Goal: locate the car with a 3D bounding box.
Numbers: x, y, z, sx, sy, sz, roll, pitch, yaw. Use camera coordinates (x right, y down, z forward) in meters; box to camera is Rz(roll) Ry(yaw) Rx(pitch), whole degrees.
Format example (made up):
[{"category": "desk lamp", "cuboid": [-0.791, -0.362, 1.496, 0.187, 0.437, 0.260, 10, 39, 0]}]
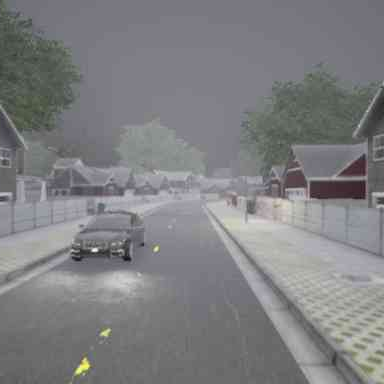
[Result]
[{"category": "car", "cuboid": [-2.821, 1.468, 12.120, 1.837, 1.490, 4.892, 0, 0, 0]}]
